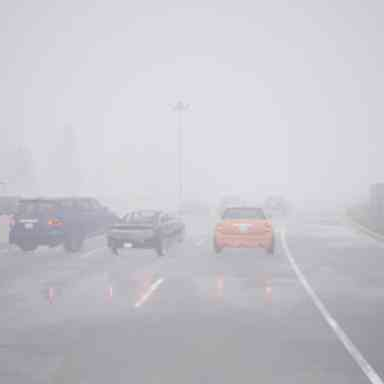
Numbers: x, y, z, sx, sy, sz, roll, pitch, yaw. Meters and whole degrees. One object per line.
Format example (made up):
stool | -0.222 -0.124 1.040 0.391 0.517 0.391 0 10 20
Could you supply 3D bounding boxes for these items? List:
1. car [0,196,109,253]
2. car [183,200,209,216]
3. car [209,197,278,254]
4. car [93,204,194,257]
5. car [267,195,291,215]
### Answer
car | -4.936 1.196 13.806 2.150 2.045 5.566 -1 0 11
car | 0.294 1.381 30.733 1.994 1.385 4.181 -1 0 22
car | 2.148 1.250 13.261 2.097 1.767 4.553 -1 0 12
car | -1.545 1.434 12.794 2.128 1.511 4.902 -1 0 11
car | 7.818 1.085 30.520 2.097 1.767 4.553 0 0 24
